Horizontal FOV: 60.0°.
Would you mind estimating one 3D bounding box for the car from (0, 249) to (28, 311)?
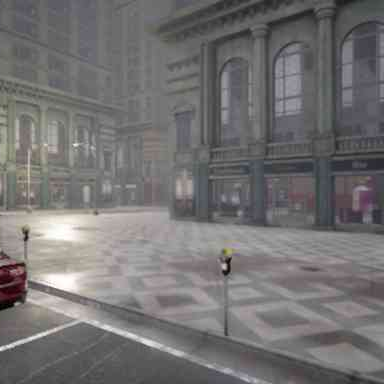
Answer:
[{"bbox_3d":[-5.045,1.529,6.580,4.507,1.381,1.887,0,0,35],"label":"car"}]
